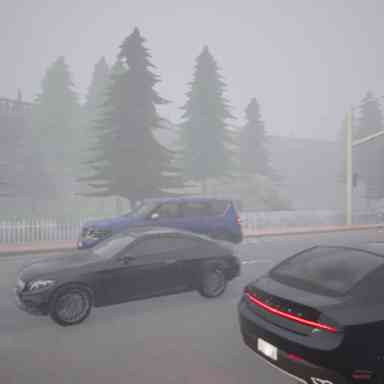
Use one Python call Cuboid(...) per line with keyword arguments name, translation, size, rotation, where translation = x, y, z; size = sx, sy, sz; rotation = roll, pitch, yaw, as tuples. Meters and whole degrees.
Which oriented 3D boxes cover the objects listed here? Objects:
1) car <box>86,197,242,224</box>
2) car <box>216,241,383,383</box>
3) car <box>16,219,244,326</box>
Cuboid(name="car", translation=(-0.872, 1.200, 11.218), size=(5.566, 2.045, 2.150), rotation=(0, 0, -28))
Cuboid(name="car", translation=(2.943, 1.513, 4.922), size=(4.892, 1.490, 1.837), rotation=(0, 0, -30))
Cuboid(name="car", translation=(-1.097, 1.509, 7.056), size=(4.674, 1.442, 1.812), rotation=(0, 0, -31))
